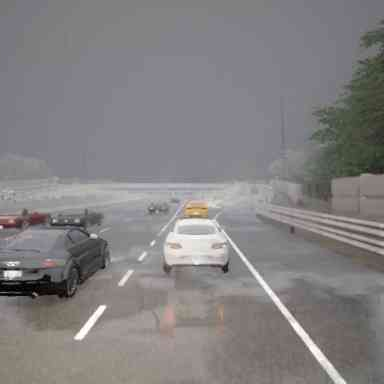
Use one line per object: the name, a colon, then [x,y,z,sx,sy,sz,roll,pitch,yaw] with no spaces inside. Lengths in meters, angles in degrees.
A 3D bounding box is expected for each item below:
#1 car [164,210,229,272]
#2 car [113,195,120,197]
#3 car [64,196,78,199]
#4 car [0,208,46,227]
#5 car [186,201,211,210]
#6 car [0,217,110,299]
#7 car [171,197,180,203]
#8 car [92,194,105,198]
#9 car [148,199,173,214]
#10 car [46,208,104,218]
car: [0.130,1.538,10.743,1.812,1.442,4.674,0,0,0]
car: [-21.063,1.443,92.832,1.812,1.442,4.674,0,0,0]
car: [-27.953,1.547,76.920,2.033,1.411,5.357,0,0,0]
car: [-10.356,1.623,20.269,1.895,1.301,4.718,0,0,0]
car: [0.559,1.511,28.742,1.882,1.535,5.008,0,0,5]
car: [-3.491,1.574,8.523,1.994,1.385,4.181,0,0,0]
car: [-3.411,1.663,67.748,1.895,1.301,4.718,0,0,0]
car: [-20.953,1.532,76.995,1.812,1.442,4.674,0,0,0]
car: [-3.401,1.642,35.273,1.895,1.301,4.718,0,0,0]
car: [-6.854,1.624,20.432,1.895,1.301,4.718,0,0,0]
